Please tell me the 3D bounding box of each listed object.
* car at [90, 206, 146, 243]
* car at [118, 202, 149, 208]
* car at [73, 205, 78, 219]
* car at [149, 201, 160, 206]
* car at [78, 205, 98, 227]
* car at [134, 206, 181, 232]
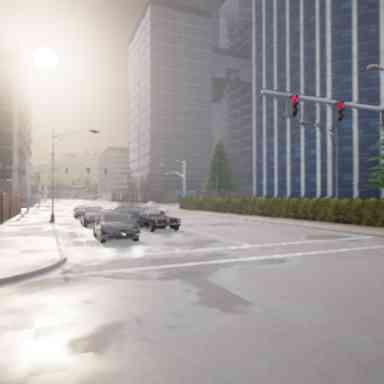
[{"bbox_3d":[-4.104,1.755,17.761,1.837,1.490,4.892,0,-1,-23],"label":"car"},{"bbox_3d":[-5.833,1.755,30.873,2.097,1.767,4.553,0,-1,-23],"label":"car"},{"bbox_3d":[-11.536,2.069,35.433,1.895,1.301,4.718,0,-1,-22],"label":"car"},{"bbox_3d":[-6.093,2.142,49.772,1.812,1.442,4.674,0,-1,-22],"label":"car"},{"bbox_3d":[-7.695,1.881,26.266,1.812,1.442,4.674,0,-1,-23],"label":"car"},{"bbox_3d":[-2.329,1.901,22.550,1.895,1.301,4.718,0,-1,-23],"label":"car"}]
